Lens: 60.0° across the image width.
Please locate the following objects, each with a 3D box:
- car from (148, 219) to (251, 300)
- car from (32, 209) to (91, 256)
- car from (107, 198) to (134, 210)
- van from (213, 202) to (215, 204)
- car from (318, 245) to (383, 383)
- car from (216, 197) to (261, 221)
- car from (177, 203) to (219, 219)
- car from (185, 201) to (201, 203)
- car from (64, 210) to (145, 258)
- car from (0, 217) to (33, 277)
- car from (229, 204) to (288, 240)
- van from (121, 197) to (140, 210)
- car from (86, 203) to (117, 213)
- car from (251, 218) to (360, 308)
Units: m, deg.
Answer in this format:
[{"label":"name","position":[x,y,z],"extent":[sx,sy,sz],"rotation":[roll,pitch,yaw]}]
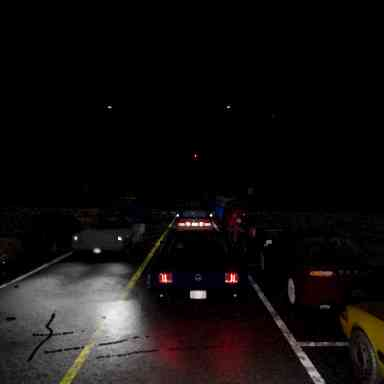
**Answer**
[{"label":"car","position":[0.118,1.601,8.340],"extent":[1.895,1.301,4.718],"rotation":[0,0,0]},{"label":"car","position":[-5.738,1.567,13.205],"extent":[1.947,1.339,4.313],"rotation":[0,0,0]},{"label":"car","position":[-5.715,1.443,24.080],"extent":[1.967,1.590,4.097],"rotation":[0,0,0]},{"label":"van","position":[2.822,1.346,29.500],"extent":[1.690,1.788,3.998],"rotation":[0,0,0]},{"label":"car","position":[2.765,1.525,2.482],"extent":[1.752,1.417,4.829],"rotation":[0,0,0]},{"label":"car","position":[2.799,1.317,18.625],"extent":[2.192,1.841,5.009],"rotation":[0,0,0]},{"label":"car","position":[0.134,1.549,17.930],"extent":[2.033,1.411,5.357],"rotation":[0,0,0]},{"label":"car","position":[0.055,1.482,27.758],"extent":[1.882,1.535,5.008],"rotation":[0,0,0]},{"label":"car","position":[-3.065,1.601,12.976],"extent":[1.895,1.301,4.718],"rotation":[0,0,0]},{"label":"car","position":[-5.750,1.525,7.598],"extent":[1.752,1.417,4.829],"rotation":[0,0,0]},{"label":"car","position":[2.787,1.441,13.187],"extent":[1.967,1.590,4.097],"rotation":[0,0,0]},{"label":"van","position":[-5.704,1.345,29.518],"extent":[1.690,1.788,3.998],"rotation":[0,0,0]},{"label":"car","position":[-5.727,1.527,18.473],"extent":[1.752,1.417,4.829],"rotation":[0,0,0]},{"label":"car","position":[2.776,1.545,7.750],"extent":[1.887,1.381,4.507],"rotation":[0,0,0]}]
